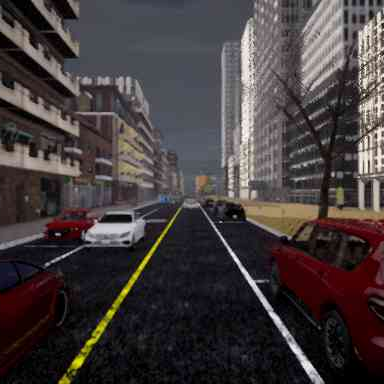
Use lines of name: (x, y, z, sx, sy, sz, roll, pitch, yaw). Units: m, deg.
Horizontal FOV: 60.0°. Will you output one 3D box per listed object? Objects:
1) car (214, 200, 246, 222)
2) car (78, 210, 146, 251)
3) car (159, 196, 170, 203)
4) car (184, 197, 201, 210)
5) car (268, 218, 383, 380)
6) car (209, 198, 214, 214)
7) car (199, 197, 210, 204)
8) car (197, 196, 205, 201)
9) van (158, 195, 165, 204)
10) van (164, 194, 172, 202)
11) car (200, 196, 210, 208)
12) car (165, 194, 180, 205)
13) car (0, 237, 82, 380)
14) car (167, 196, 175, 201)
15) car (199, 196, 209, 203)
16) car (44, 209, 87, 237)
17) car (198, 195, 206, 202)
car: (3.084, 1.526, 26.383, 1.837, 1.490, 4.892, 0, 0, 0)
car: (-3.122, 1.542, 14.387, 1.812, 1.442, 4.674, 0, 0, 0)
car: (-5.859, 1.654, 71.683, 1.887, 1.381, 4.507, 0, 0, 0)
car: (-0.099, 1.657, 42.948, 1.895, 1.301, 4.718, 0, 0, 0)
car: (2.685, 1.316, 5.428, 2.192, 1.841, 5.009, 0, 0, 0)
car: (3.061, 1.508, 33.383, 1.882, 1.535, 5.008, 0, 0, 0)
car: (2.536, 1.640, 66.179, 2.008, 1.369, 4.403, 0, 0, 0)
car: (2.468, 1.719, 93.793, 1.947, 1.339, 4.313, 0, 0, 0)
van: (-5.845, 1.439, 66.160, 1.690, 1.788, 3.998, 0, 0, 0)
van: (-5.885, 1.475, 82.728, 1.690, 1.788, 3.998, 0, 0, 0)
car: (2.576, 1.622, 49.611, 1.947, 1.339, 4.313, 0, 0, 0)
car: (-3.184, 1.575, 60.118, 2.128, 1.511, 4.902, 0, 0, 0)
car: (-3.103, 1.571, 4.104, 1.994, 1.385, 4.181, 0, 0, 0)
car: (-5.913, 1.713, 93.773, 2.008, 1.369, 4.403, 0, 0, 0)
car: (2.522, 1.651, 71.703, 2.008, 1.369, 4.403, 0, 0, 0)
car: (-5.723, 1.566, 16.453, 1.887, 1.381, 4.507, 0, 0, 0)
car: (2.496, 1.565, 82.747, 1.967, 1.590, 4.097, 0, 0, 0)
